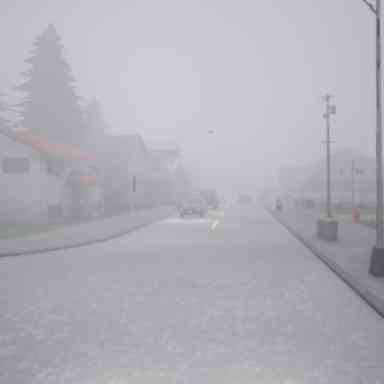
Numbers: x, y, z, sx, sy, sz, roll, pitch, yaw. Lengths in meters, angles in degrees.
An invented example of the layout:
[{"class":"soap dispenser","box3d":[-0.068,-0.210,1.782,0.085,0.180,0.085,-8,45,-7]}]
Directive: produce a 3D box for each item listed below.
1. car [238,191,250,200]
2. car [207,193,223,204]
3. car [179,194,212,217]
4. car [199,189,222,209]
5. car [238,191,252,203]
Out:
[{"class":"car","box3d":[9.403,0.613,60.442,2.128,1.511,4.902,-1,1,9]},{"class":"car","box3d":[3.270,0.899,46.899,1.812,1.442,4.674,-1,1,9]},{"class":"car","box3d":[0.213,1.170,26.737,1.837,1.490,4.892,-1,1,9]},{"class":"car","box3d":[1.700,0.743,36.670,2.150,2.045,5.566,-1,1,9]},{"class":"car","box3d":[7.771,0.765,48.851,1.882,1.535,5.008,-1,1,8]}]
